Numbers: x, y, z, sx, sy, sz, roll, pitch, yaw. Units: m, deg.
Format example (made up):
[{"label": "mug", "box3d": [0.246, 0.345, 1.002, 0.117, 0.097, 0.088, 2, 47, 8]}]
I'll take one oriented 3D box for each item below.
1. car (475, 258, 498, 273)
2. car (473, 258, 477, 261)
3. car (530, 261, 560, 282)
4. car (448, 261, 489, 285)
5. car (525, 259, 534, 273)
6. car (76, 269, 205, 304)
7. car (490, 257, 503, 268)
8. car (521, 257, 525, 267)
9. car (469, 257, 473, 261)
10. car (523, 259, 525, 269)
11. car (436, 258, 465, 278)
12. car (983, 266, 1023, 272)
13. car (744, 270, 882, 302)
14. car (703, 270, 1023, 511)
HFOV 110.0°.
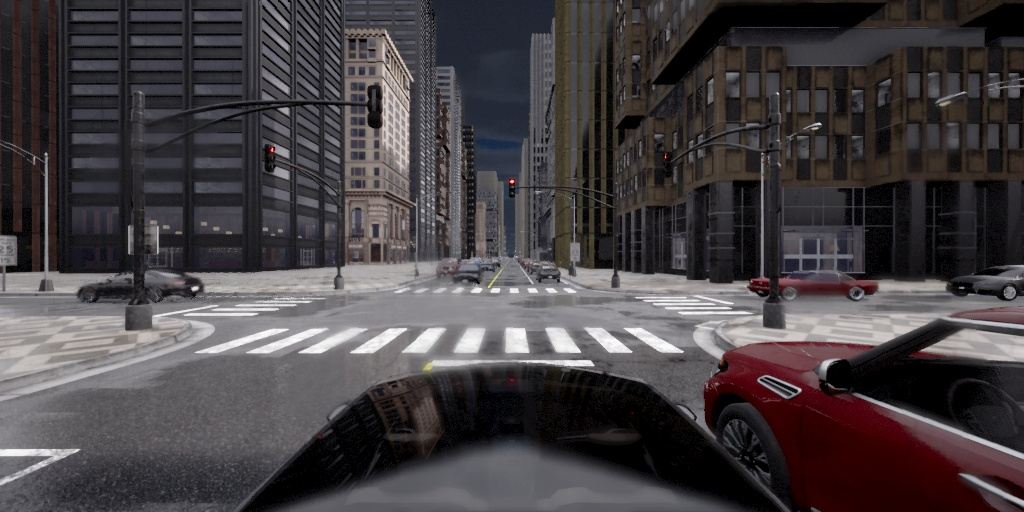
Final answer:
[{"label": "car", "box3d": [-3.074, 1.318, 43.443, 1.994, 1.385, 4.181, 0, 0, 0]}, {"label": "car", "box3d": [-5.741, 1.321, 45.093, 1.948, 1.339, 4.313, 0, 0, 0]}, {"label": "car", "box3d": [2.776, 1.302, 28.175, 2.007, 1.370, 4.403, 0, 0, 0]}, {"label": "car", "box3d": [-3.086, 1.298, 26.466, 2.033, 1.411, 5.357, 0, 0, 0]}, {"label": "car", "box3d": [2.782, 1.304, 39.456, 2.007, 1.370, 4.403, 0, 0, 0]}, {"label": "car", "box3d": [-16.527, 1.307, 16.131, 4.674, 1.442, 1.812, 0, 0, 1]}, {"label": "car", "box3d": [-2.973, 1.244, 62.671, 1.882, 1.535, 5.008, 0, 0, 0]}, {"label": "car", "box3d": [2.790, 1.199, 56.378, 1.967, 1.591, 4.097, 0, 0, 0]}, {"label": "car", "box3d": [-5.743, 1.193, 39.452, 1.967, 1.591, 4.097, 0, 0, 0]}, {"label": "car", "box3d": [2.785, 1.300, 45.097, 1.888, 1.381, 4.507, 0, 0, 0]}, {"label": "car", "box3d": [-5.746, 1.067, 33.810, 2.192, 1.841, 5.009, 0, 0, 0]}, {"label": "car", "box3d": [22.961, 1.197, 16.388, 4.892, 1.490, 1.837, 0, 0, 0]}, {"label": "car", "box3d": [13.527, 1.314, 16.346, 4.718, 1.301, 1.895, 0, 0, 0]}, {"label": "car", "box3d": [2.762, 1.065, 1.202, 2.192, 1.841, 5.009, 0, 0, 0]}]
